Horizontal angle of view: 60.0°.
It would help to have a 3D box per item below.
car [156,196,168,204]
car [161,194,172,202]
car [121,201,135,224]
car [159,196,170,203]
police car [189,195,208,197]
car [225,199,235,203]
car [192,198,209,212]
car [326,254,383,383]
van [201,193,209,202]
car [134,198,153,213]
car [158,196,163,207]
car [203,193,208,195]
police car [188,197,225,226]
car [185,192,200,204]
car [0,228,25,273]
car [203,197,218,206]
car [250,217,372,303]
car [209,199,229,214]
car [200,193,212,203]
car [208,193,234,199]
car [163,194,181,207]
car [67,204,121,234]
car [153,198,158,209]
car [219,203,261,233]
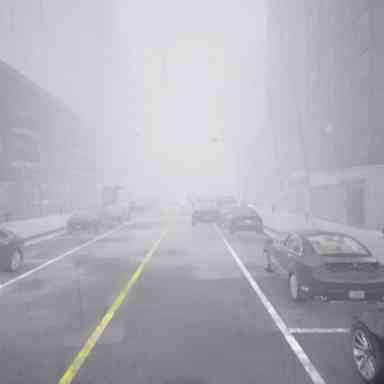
[{"bbox_3d":[-5.659,1.470,63.188,1.802,1.307,4.206,0,0,0],"label":"car"},{"bbox_3d":[-5.657,1.308,74.238,1.967,1.590,4.097,0,0,0],"label":"car"},{"bbox_3d":[-5.665,1.540,24.513,1.802,1.307,4.206,0,0,0],"label":"car"},{"bbox_3d":[-5.658,1.444,68.713,1.947,1.339,4.313,0,0,0],"label":"car"},{"bbox_3d":[0.904,1.368,33.020,1.930,1.638,5.238,0,0,0],"label":"police car"},{"bbox_3d":[2.862,1.483,24.700,1.752,1.417,4.829,0,0,0],"label":"car"},{"bbox_3d":[0.905,1.437,38.910,1.837,1.490,4.892,0,0,0],"label":"car"},{"bbox_3d":[2.858,1.562,2.435,1.947,1.339,4.313,0,0,0],"label":"car"},{"bbox_3d":[2.869,1.208,74.242,1.690,1.788,3.998,0,0,0],"label":"van"},{"bbox_3d":[-5.663,1.483,35.563,1.887,1.381,4.507,0,0,0],"label":"car"},{"bbox_3d":[-5.661,1.484,46.613,1.947,1.339,4.313,0,0,0],"label":"car"},{"bbox_3d":[2.864,1.358,46.624,1.967,1.590,4.097,0,0,0],"label":"car"},{"bbox_3d":[0.903,1.386,23.020,1.930,1.638,5.238,0,0,0],"label":"police car"},{"bbox_3d":[0.008,1.114,59.449,2.150,2.045,5.566,0,0,0],"label":"car"},{"bbox_3d":[-5.667,1.538,7.937,2.008,1.369,4.403,0,0,0],"label":"car"},{"bbox_3d":[2.866,1.458,52.148,2.008,1.369,4.403,0,0,0],"label":"car"},{"bbox_3d":[2.859,1.537,7.959,2.008,1.369,4.403,0,0,0],"label":"car"},{"bbox_3d":[2.863,1.463,35.747,1.752,1.417,4.829,0,0,0],"label":"car"},{"bbox_3d":[2.868,1.192,68.718,2.192,1.841,5.009,0,0,0],"label":"car"},{"bbox_3d":[2.863,1.263,30.053,2.192,1.841,5.009,0,0,0],"label":"car"},{"bbox_3d":[-3.057,1.435,50.914,1.812,1.442,4.674,0,0,0],"label":"car"},{"bbox_3d":[-5.665,1.513,18.988,1.887,1.381,4.507,0,0,0],"label":"car"},{"bbox_3d":[-5.662,1.494,41.088,1.947,1.339,4.313,0,0,0],"label":"car"},{"bbox_3d":[2.861,1.534,19.006,1.947,1.339,4.313,0,0,0],"label":"car"}]
